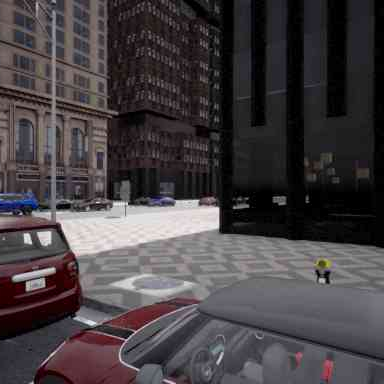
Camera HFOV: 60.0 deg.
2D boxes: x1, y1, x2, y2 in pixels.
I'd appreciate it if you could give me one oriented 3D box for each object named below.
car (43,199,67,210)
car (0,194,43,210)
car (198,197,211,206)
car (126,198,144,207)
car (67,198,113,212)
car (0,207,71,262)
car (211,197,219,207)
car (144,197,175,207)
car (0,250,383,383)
[{"bbox_3d":[-15.258,1.514,37.831,1.895,1.301,4.718,0,0,35],"label":"car"},{"bbox_3d":[-16.853,1.167,29.986,2.150,2.045,5.566,0,0,34],"label":"car"},{"bbox_3d":[2.809,1.445,51.807,1.994,1.385,4.181,0,0,37],"label":"car"},{"bbox_3d":[-7.354,1.477,48.946,1.895,1.301,4.718,0,0,36],"label":"car"},{"bbox_3d":[-11.218,1.425,37.903,1.837,1.490,4.892,0,0,36],"label":"car"},{"bbox_3d":[-4.030,1.314,5.812,5.009,1.841,2.192,0,0,35],"label":"car"},{"bbox_3d":[5.222,1.401,49.587,1.837,1.490,4.892,0,0,36],"label":"car"},{"bbox_3d":[-4.243,1.413,47.707,1.812,1.442,4.674,0,0,36],"label":"car"},{"bbox_3d":[0.540,1.440,2.572,4.097,1.590,1.967,0,0,35],"label":"car"}]
